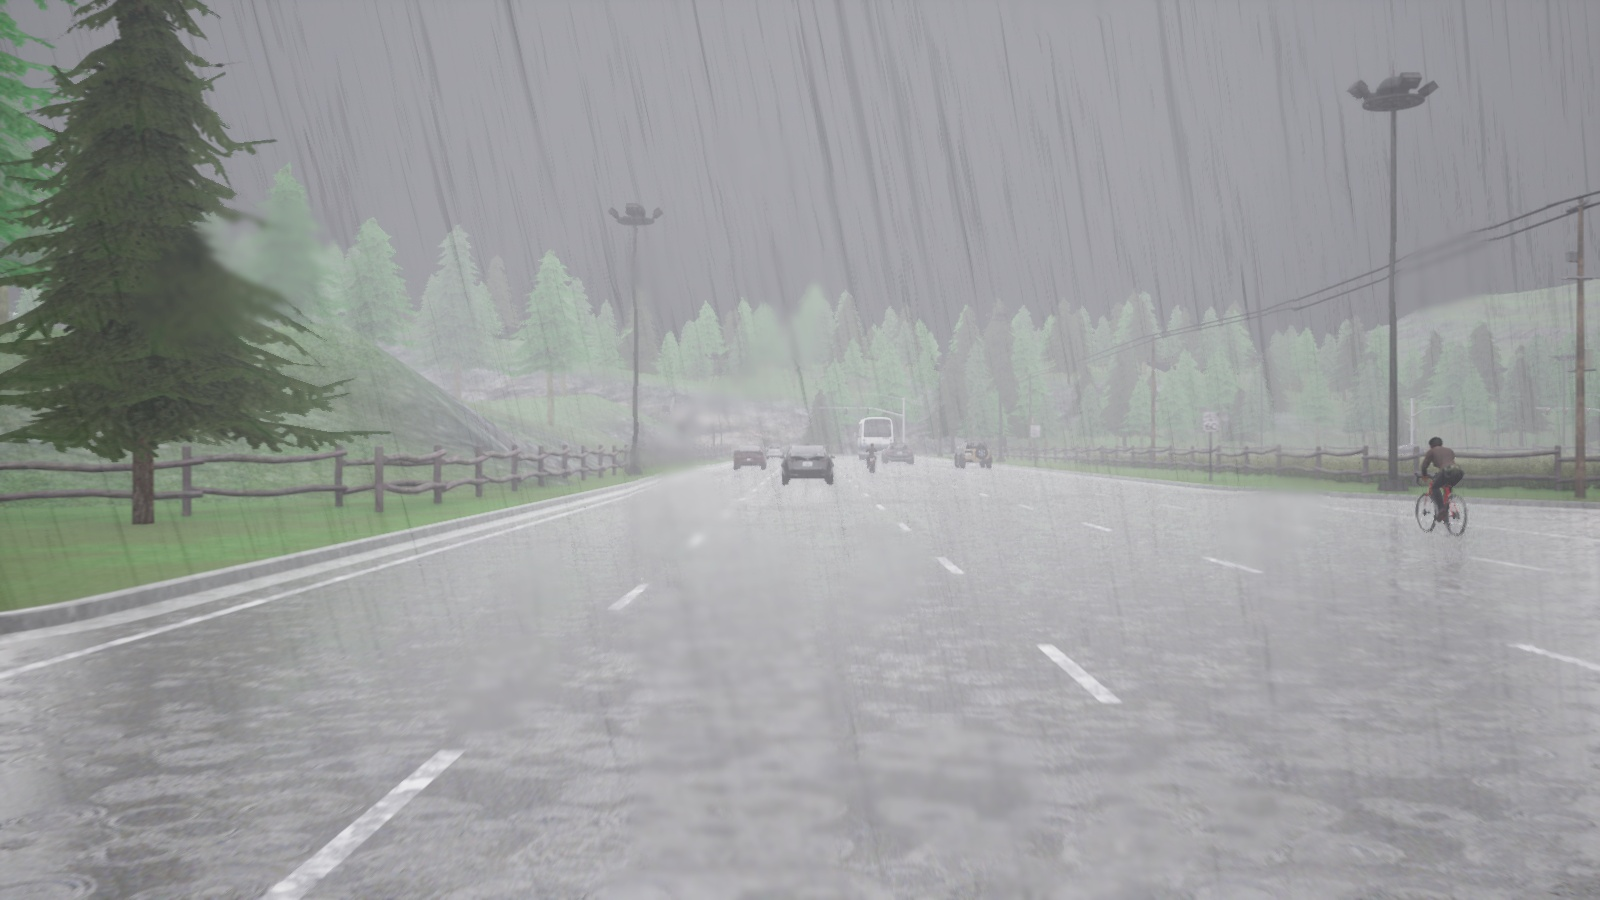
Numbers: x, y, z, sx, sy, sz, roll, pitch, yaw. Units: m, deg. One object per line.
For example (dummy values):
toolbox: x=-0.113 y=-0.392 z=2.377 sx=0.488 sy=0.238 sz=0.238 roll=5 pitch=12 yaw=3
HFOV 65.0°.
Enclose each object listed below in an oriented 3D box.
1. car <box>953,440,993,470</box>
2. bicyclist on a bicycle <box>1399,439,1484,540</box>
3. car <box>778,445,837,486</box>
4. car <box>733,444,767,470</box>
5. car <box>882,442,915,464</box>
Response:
car: x=10.969 y=0.287 z=79.834 sx=1.932 sy=1.855 sz=4.605 roll=0 pitch=0 yaw=1
bicyclist on a bicycle: x=10.634 y=0.634 z=20.878 sx=0.582 sy=1.620 sz=1.656 roll=0 pitch=0 yaw=0
car: x=0.294 y=0.571 z=49.006 sx=2.163 sy=1.488 sz=4.792 roll=0 pitch=0 yaw=0
car: x=-3.045 y=0.445 z=77.398 sx=1.882 sy=1.535 sz=5.008 roll=0 pitch=0 yaw=0
car: x=7.567 y=0.250 z=97.031 sx=2.242 sy=1.667 sz=4.611 roll=0 pitch=0 yaw=0
